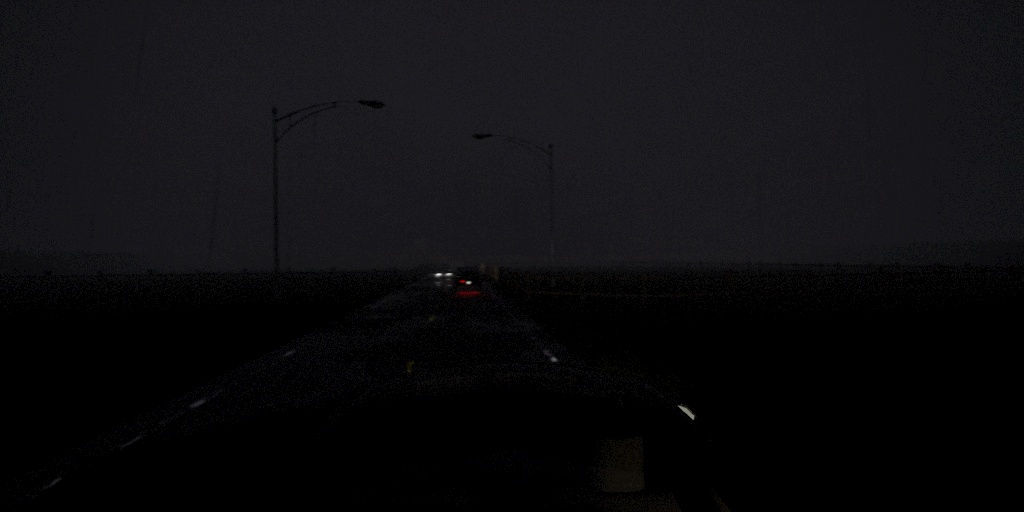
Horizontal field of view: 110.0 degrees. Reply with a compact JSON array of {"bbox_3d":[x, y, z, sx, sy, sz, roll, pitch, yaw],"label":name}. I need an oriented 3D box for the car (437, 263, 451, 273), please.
[{"bbox_3d":[-10.201,1.826,54.317,1.837,1.490,4.892,-1,-1,-8],"label":"car"}]

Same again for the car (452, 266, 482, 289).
[{"bbox_3d":[-3.165,1.491,25.499,1.837,1.490,4.892,-1,-1,-9],"label":"car"}]
